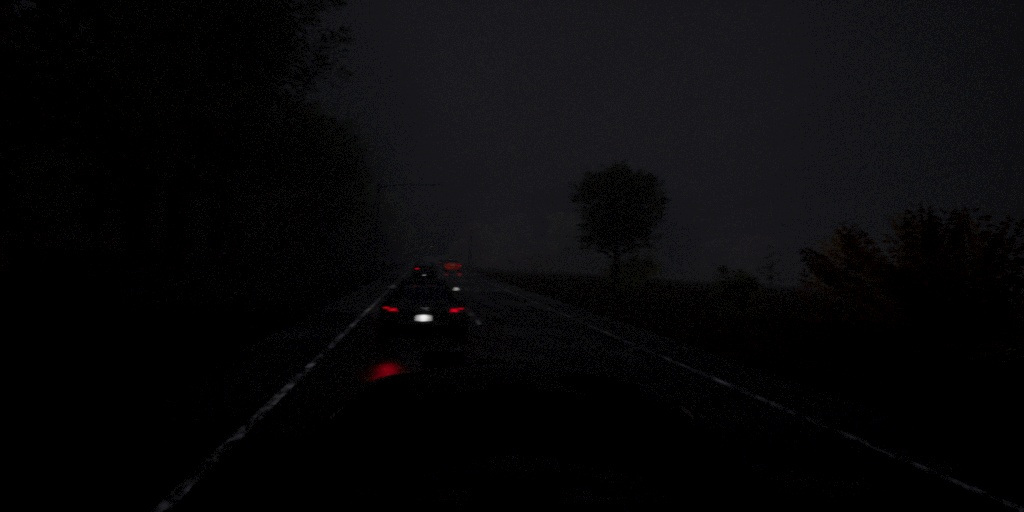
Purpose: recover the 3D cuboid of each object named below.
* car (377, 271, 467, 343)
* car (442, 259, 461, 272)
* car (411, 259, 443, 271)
[{"bbox_3d":[-2.335,1.277,9.528,1.994,1.385,4.181,3,-1,-14],"label":"car"},{"bbox_3d":[-7.951,1.166,47.461,2.097,1.767,4.553,3,-1,-14],"label":"car"},{"bbox_3d":[-6.879,1.168,28.223,2.128,1.511,4.902,3,-1,-14],"label":"car"}]
